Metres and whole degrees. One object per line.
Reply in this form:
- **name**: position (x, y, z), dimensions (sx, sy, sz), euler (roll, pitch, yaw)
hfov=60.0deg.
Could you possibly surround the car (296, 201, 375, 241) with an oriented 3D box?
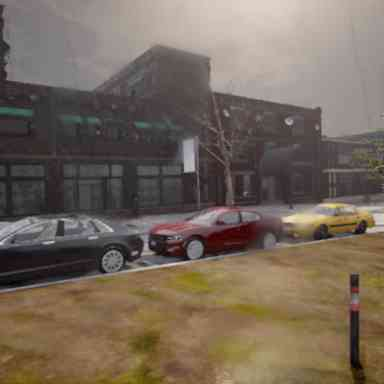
- **car**: position (6.129, 1.201, 15.026), dimensions (5.366, 1.575, 1.946), euler (0, 0, -33)

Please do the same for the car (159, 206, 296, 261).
- **car**: position (0.944, 1.262, 11.308), dimensions (5.008, 1.535, 2.097), euler (0, 0, -33)

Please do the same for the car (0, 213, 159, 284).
- **car**: position (-3.575, 1.302, 8.076), dimensions (4.892, 1.521, 2.231), euler (-1, 1, -33)
